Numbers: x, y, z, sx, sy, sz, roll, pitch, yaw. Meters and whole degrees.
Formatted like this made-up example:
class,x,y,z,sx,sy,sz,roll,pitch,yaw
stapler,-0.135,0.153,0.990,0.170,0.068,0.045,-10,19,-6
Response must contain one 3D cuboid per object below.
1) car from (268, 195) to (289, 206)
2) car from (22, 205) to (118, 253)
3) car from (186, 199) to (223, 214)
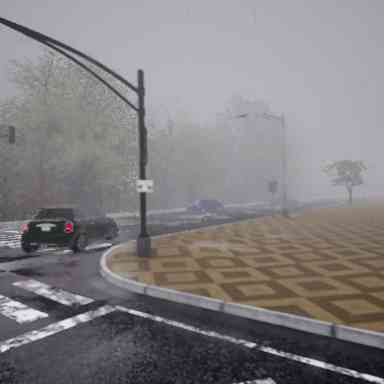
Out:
class,x,y,z,sx,sy,sz,roll,pitch,yaw
car,13.434,1.269,51.681,1.882,1.535,5.008,-2,-1,35
car,-4.732,1.300,13.519,2.097,1.767,4.553,-1,0,7
car,1.367,1.442,34.730,1.882,1.535,5.008,-2,-1,35
